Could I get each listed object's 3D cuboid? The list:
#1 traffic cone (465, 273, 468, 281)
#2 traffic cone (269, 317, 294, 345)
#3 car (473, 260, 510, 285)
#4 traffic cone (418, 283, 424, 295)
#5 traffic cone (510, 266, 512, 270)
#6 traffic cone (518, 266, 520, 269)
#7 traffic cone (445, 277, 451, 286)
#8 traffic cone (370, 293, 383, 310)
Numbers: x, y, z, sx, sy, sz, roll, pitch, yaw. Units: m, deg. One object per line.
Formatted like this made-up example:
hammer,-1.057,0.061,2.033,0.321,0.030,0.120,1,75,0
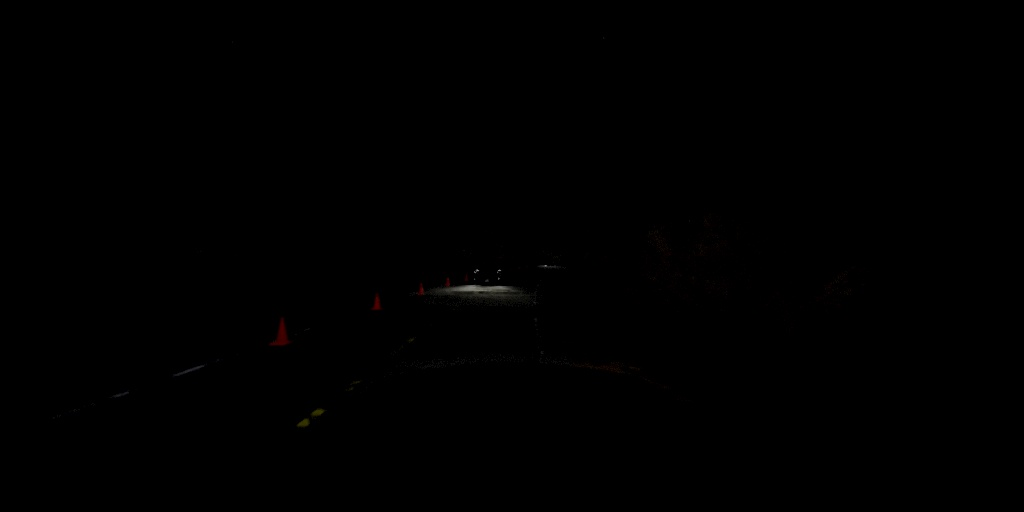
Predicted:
traffic cone,-3.581,1.622,28.118,0.340,0.580,0.340,0,0,7
traffic cone,-5.076,1.636,7.916,0.340,0.580,0.340,0,0,1
car,-1.383,1.053,25.681,2.097,1.767,4.553,1,0,7
traffic cone,-4.577,1.630,18.036,0.340,0.580,0.340,0,0,4
traffic cone,-0.110,1.613,48.076,0.340,0.580,0.340,0,0,13
traffic cone,1.063,1.614,53.004,0.340,0.580,0.340,0,0,14
traffic cone,-4.141,1.626,23.083,0.340,0.580,0.340,0,0,6
traffic cone,-4.889,1.633,12.979,0.340,0.580,0.340,0,0,3
